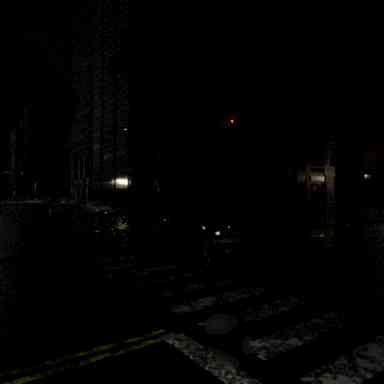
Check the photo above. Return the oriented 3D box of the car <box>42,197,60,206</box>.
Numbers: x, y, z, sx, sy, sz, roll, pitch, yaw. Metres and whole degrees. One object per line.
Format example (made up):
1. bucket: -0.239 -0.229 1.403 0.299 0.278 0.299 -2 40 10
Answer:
1. car: -26.556 1.803 62.378 2.128 1.511 4.902 1 -1 -36

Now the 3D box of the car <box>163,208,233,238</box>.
1. car: 0.082 1.589 18.153 2.033 1.411 5.357 0 -1 -26

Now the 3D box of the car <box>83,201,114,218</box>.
1. car: -9.243 1.653 32.445 1.812 1.442 4.674 1 -1 -35

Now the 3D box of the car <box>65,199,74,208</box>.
1. car: -20.759 1.791 54.206 1.812 1.442 4.674 1 -1 -35

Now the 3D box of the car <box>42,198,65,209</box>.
1. car: -20.650 1.710 48.609 2.128 1.511 4.902 1 -1 -35
